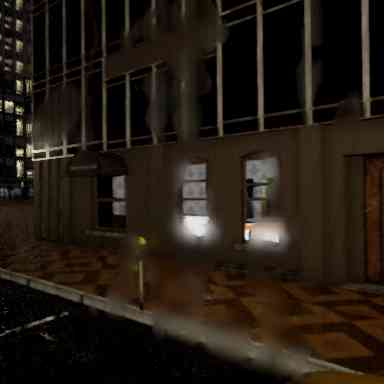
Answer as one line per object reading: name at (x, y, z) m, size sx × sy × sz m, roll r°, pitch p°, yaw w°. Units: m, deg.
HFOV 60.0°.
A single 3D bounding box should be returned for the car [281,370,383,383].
car at (2.411, 1.534, 1.171) m, size 4.829 × 1.417 × 1.752 m, roll 0°, pitch -1°, yaw 36°
